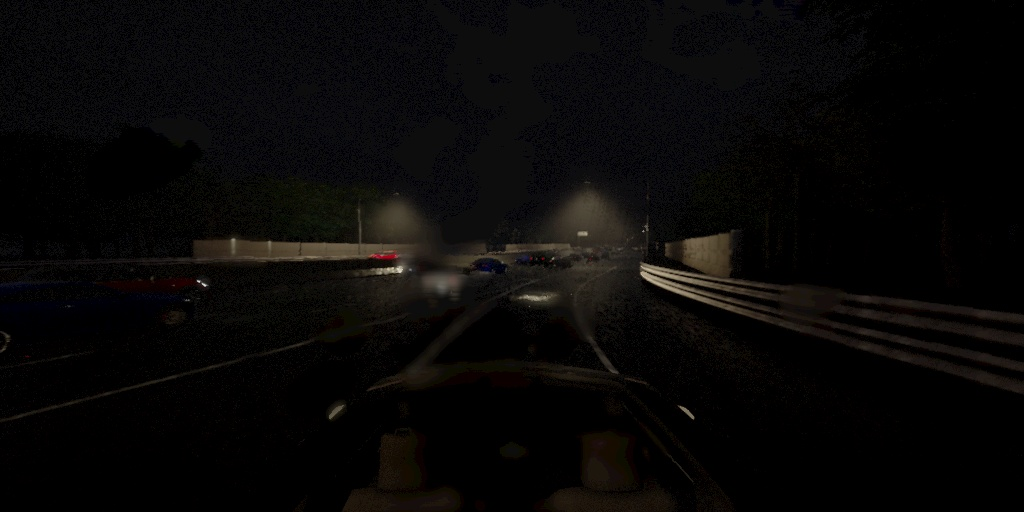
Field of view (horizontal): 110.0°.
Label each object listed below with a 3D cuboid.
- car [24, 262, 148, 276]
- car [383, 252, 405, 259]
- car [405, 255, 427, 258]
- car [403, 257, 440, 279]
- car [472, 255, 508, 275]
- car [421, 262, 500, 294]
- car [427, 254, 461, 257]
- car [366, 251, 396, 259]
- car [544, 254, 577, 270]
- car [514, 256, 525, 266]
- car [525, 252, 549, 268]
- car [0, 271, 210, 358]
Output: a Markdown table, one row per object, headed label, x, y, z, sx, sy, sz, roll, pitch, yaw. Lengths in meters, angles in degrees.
| label | x | y | z | sx | sy | sz | roll | pitch | yaw |
| --- | --- | --- | --- | --- | --- | --- | --- | --- | --- |
| car | -12.800 | 1.031 | 11.701 | 2.097 | 1.767 | 4.553 | 0 | 1 | 20 |
| car | -16.160 | 0.564 | 52.881 | 2.128 | 1.511 | 4.902 | 0 | 1 | 21 |
| car | -12.866 | 0.624 | 51.705 | 1.812 | 1.442 | 4.674 | 0 | 1 | 21 |
| car | -6.630 | 1.020 | 28.239 | 1.994 | 1.385 | 4.181 | 0 | 1 | 21 |
| car | -1.933 | 0.909 | 30.800 | 1.882 | 1.535 | 5.008 | 0 | 1 | 21 |
| car | -2.561 | 1.200 | 19.141 | 1.895 | 1.301 | 4.718 | 0 | 1 | 20 |
| car | -9.572 | 0.724 | 50.521 | 1.895 | 1.301 | 4.718 | 0 | 1 | 21 |
| car | -19.466 | 0.269 | 53.991 | 2.150 | 2.045 | 5.566 | 0 | 1 | 21 |
| car | 5.552 | 0.795 | 40.842 | 2.128 | 1.511 | 4.902 | 0 | 1 | 20 |
| car | 1.759 | 0.675 | 50.732 | 1.812 | 1.442 | 4.674 | 0 | 1 | 20 |
| car | 3.950 | 0.437 | 46.564 | 2.150 | 2.045 | 5.566 | 0 | 1 | 20 |
| car | -10.325 | 1.260 | 8.313 | 1.812 | 1.442 | 4.674 | 0 | 1 | 20 |
